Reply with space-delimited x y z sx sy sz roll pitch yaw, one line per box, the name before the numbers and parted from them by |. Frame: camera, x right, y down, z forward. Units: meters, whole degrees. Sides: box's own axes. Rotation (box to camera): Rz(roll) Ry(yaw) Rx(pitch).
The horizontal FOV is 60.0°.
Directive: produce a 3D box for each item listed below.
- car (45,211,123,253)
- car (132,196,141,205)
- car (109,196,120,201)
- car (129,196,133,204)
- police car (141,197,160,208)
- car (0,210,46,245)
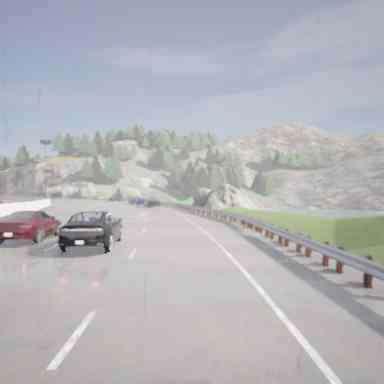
car | -4.060 1.543 13.921 2.128 1.511 4.902 0 0 -4
car | -9.418 1.686 62.396 1.882 1.535 5.008 0 0 -19
car | -20.162 1.767 85.807 1.895 1.301 4.718 0 0 -27
car | -11.626 1.583 68.543 2.097 1.767 4.553 0 0 -21
police car | -6.213 1.595 52.058 1.930 1.638 5.238 0 0 -16
car | -7.754 1.593 15.962 1.812 1.442 4.674 0 0 -5
